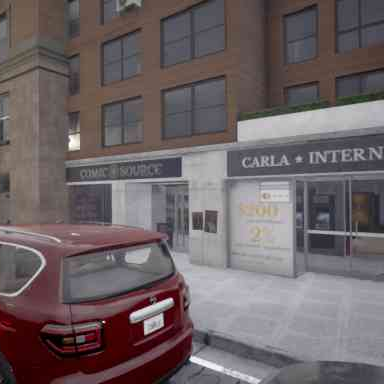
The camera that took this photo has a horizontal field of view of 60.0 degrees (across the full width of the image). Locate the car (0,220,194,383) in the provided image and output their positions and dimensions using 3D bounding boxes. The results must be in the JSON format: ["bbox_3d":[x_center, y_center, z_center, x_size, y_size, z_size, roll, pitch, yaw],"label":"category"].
[{"bbox_3d":[-2.301,1.318,4.497,5.009,1.841,2.192,0,-1,35],"label":"car"}]

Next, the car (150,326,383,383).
[{"bbox_3d":[2.163,1.550,1.315,4.403,1.369,2.008,0,-1,35],"label":"car"}]
